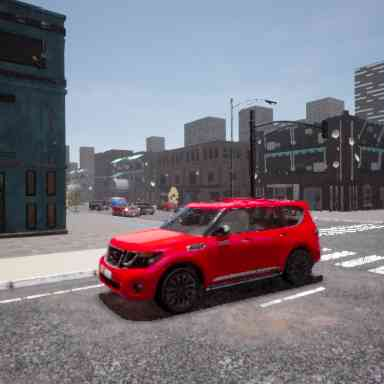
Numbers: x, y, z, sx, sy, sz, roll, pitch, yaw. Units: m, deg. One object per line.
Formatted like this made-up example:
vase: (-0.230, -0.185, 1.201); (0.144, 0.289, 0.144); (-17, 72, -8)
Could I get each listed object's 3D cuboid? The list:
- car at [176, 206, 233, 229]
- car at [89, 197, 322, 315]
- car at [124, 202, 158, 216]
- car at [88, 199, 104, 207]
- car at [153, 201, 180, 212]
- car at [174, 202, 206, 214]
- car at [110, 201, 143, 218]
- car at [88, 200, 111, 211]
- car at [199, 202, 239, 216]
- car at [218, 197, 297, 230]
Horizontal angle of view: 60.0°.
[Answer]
car: (0.804, 1.814, 24.690); (1.947, 1.339, 4.313); (-2, 0, -36)
car: (0.701, 1.220, 7.911); (5.566, 2.045, 2.150); (0, 0, -33)
car: (-6.023, 1.905, 38.935); (1.837, 1.490, 4.892); (-1, -1, -35)
car: (-19.651, 2.226, 67.949); (1.887, 1.381, 4.507); (-1, 0, -36)
car: (-3.562, 1.965, 45.429); (1.802, 1.307, 4.206); (-2, 0, -36)
car: (-0.345, 1.903, 40.926); (1.802, 1.307, 4.206); (-2, 0, -36)
car: (-7.166, 1.846, 36.052); (1.967, 1.590, 4.097); (-1, 0, -36)
car: (-13.995, 2.056, 50.182); (1.837, 1.490, 4.892); (-1, -1, -35)
car: (2.872, 1.809, 36.421); (2.008, 1.369, 4.403); (-2, 0, -36)
car: (4.576, 1.411, 24.157); (2.150, 2.045, 5.566); (-1, 0, -37)
